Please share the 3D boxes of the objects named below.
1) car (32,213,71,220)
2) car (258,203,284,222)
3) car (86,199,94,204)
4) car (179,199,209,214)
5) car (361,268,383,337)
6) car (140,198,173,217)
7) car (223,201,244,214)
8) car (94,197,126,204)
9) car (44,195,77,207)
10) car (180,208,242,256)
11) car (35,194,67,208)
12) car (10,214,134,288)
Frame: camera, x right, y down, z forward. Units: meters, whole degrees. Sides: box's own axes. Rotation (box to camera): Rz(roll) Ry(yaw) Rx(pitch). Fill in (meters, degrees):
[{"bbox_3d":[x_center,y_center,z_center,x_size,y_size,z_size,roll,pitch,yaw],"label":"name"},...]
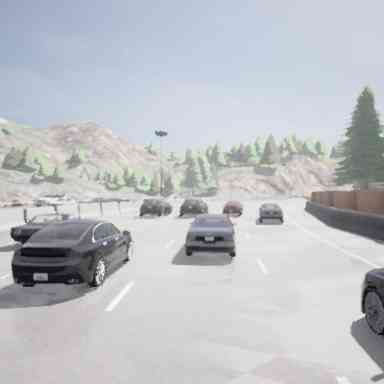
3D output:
[{"bbox_3d":[-5.995,1.610,15.230,1.895,1.301,4.718,0,0,6],"label":"car"},{"bbox_3d":[6.299,1.612,26.710,2.033,1.411,5.357,0,0,11],"label":"car"},{"bbox_3d":[-13.543,1.538,48.681,2.128,1.511,4.902,0,0,17],"label":"car"},{"bbox_3d":[0.288,1.408,31.846,2.097,1.767,4.553,0,0,12],"label":"car"},{"bbox_3d":[3.744,1.509,3.760,2.128,1.511,4.902,0,0,2],"label":"car"},{"bbox_3d":[-3.322,1.397,31.707,2.097,1.767,4.553,0,0,12],"label":"car"},{"bbox_3d":[4.147,1.595,33.173,1.812,1.442,4.674,0,0,13],"label":"car"},{"bbox_3d":[-10.870,1.525,45.452,1.882,1.535,5.008,0,0,17],"label":"car"},{"bbox_3d":[-17.892,1.554,46.313,1.812,1.442,4.674,0,0,16],"label":"car"},{"bbox_3d":[0.815,1.573,13.283,2.033,1.411,5.357,0,0,6],"label":"car"},{"bbox_3d":[-20.665,1.249,49.349,2.150,2.045,5.566,0,0,17],"label":"car"},{"bbox_3d":[-2.976,1.513,9.299,1.837,1.490,4.892,0,0,4],"label":"car"}]
